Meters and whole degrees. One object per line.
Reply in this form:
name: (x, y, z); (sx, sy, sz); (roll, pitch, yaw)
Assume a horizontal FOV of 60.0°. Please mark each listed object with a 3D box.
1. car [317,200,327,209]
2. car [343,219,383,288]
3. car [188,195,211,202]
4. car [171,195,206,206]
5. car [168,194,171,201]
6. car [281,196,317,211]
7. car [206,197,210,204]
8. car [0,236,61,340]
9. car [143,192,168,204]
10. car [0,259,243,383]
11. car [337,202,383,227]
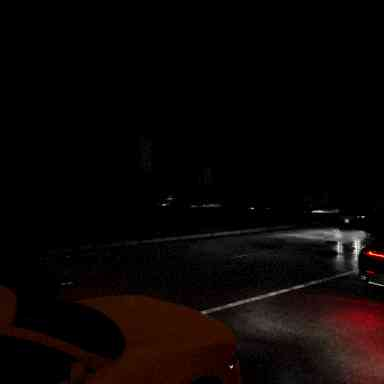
car: (13.387, 1.234, 39.136); (1.882, 1.535, 5.008); (-1, 0, -39)
car: (5.900, 1.468, 7.959); (4.892, 1.490, 1.837); (0, 0, -35)
car: (1.375, 1.308, 65.594); (1.895, 1.301, 4.718); (-1, 0, -39)
car: (-0.589, 1.300, 50.959); (1.837, 1.490, 4.892); (-1, 0, -39)
car: (-6.104, 1.239, 74.804); (2.128, 1.511, 4.902); (-1, 0, -38)
car: (10.978, 1.350, 36.549); (1.994, 1.385, 4.181); (-1, 0, -39)
car: (0.924, 1.257, 54.672); (2.128, 1.511, 4.902); (-1, 0, -39)
car: (-4.658, 1.601, 4.967); (4.718, 1.301, 1.895); (0, 0, -36)
car: (-7.115, 1.022, 59.149); (2.150, 2.045, 5.566); (-1, 0, -38)
car: (-1.813, 1.478, 2.437); (5.008, 1.535, 1.882); (0, 0, -36)
car: (10.777, 1.362, 20.293); (4.902, 1.511, 2.128); (-1, 0, -36)
